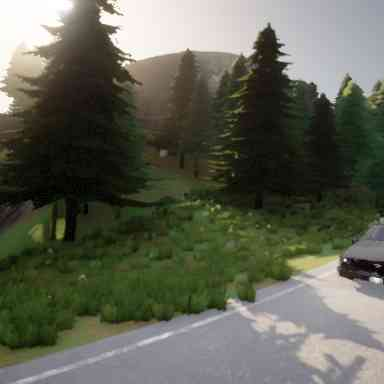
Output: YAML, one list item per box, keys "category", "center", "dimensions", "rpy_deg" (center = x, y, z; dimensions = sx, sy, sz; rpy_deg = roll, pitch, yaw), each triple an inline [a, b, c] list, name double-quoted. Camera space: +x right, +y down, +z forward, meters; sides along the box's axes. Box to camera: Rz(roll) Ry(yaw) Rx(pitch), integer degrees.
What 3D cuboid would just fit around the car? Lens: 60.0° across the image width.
- category: "car"
  center: [5.847, 1.542, 9.277]
  dimensions: [2.033, 1.411, 5.357]
  rpy_deg: [1, 1, 42]
